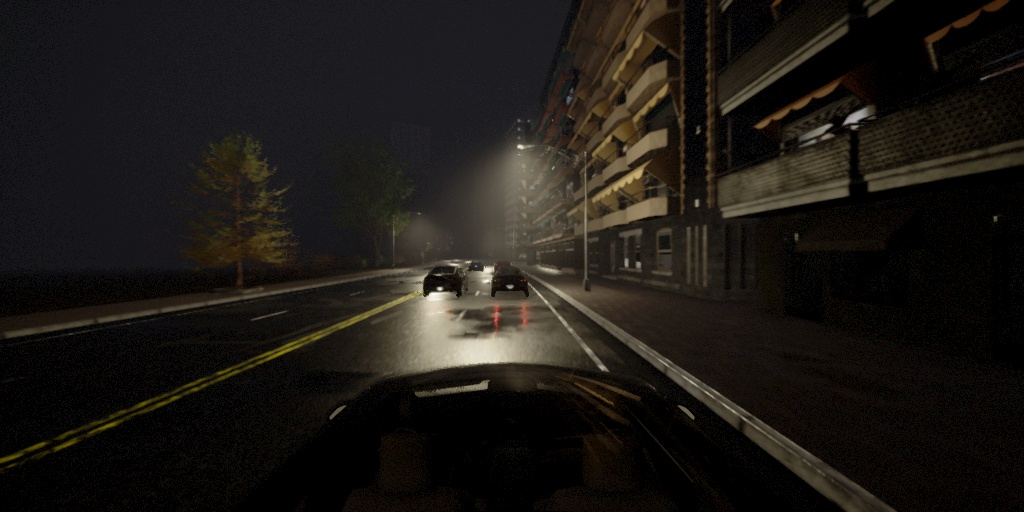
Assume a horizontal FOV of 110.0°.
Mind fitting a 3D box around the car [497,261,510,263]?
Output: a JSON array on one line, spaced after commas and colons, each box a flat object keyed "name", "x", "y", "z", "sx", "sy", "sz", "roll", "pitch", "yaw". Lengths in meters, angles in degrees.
[{"name": "car", "x": -0.972, "y": 1.234, "z": 39.325, "sx": 1.882, "sy": 1.535, "sz": 5.008, "roll": 0, "pitch": 0, "yaw": -3}]

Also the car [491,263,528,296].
[{"name": "car", "x": -0.138, "y": 1.277, "z": 19.102, "sx": 1.812, "sy": 1.442, "sz": 4.674, "roll": 0, "pitch": 0, "yaw": -1}]

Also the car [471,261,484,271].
[{"name": "car", "x": -4.790, "y": 1.330, "z": 48.184, "sx": 1.994, "sy": 1.385, "sz": 4.181, "roll": 0, "pitch": 0, "yaw": -4}]

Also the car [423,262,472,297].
[{"name": "car", "x": -3.381, "y": 1.262, "z": 18.941, "sx": 1.837, "sy": 1.490, "sz": 4.892, "roll": 0, "pitch": 0, "yaw": -1}]
